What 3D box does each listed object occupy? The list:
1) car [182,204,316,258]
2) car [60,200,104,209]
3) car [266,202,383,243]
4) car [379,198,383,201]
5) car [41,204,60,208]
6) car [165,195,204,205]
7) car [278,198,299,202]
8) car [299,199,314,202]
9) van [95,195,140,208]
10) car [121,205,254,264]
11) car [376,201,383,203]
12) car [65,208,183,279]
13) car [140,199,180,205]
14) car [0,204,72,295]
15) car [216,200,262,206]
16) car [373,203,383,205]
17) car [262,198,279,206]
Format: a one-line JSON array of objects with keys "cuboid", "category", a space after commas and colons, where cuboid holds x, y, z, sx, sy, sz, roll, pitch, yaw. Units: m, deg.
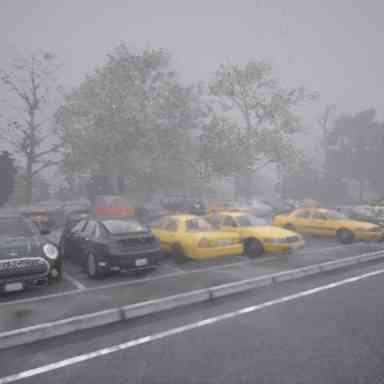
[{"cuboid": [1.887, 1.475, 13.204, 1.946, 1.575, 5.366, 0, 0, -35], "category": "car"}, {"cuboid": [-8.021, 1.498, 22.478, 2.163, 1.488, 4.792, 0, 0, -35], "category": "car"}, {"cuboid": [6.518, 1.497, 16.481, 1.946, 1.575, 5.366, 0, 0, -35], "category": "car"}, {"cuboid": [13.193, 1.285, 21.468, 2.435, 2.045, 5.566, 0, 0, -35], "category": "car"}, {"cuboid": [-10.176, 1.498, 20.954, 2.163, 1.488, 4.792, 0, 0, -35], "category": "car"}, {"cuboid": [-1.135, 1.245, 27.351, 2.435, 2.045, 5.566, 0, 0, -35], "category": "car"}, {"cuboid": [7.941, 1.574, 33.704, 2.163, 1.488, 4.792, 0, 0, -35], "category": "car"}, {"cuboid": [10.066, 1.431, 35.282, 2.185, 1.767, 4.553, 0, 0, -35], "category": "car"}, {"cuboid": [-5.809, 1.249, 24.151, 1.878, 1.987, 4.442, 0, 0, -35], "category": "van"}, {"cuboid": [-0.492, 1.469, 11.974, 1.946, 1.575, 5.366, 0, 0, -35], "category": "car"}, {"cuboid": [10.836, 1.521, 19.992, 1.946, 1.575, 5.366, 0, 0, -35], "category": "car"}, {"cuboid": [-2.641, 1.473, 10.219, 2.231, 1.521, 4.892, 0, 0, -35], "category": "car"}, {"cuboid": [-3.364, 1.514, 25.704, 2.163, 1.488, 4.792, 0, 0, -35], "category": "car"}, {"cuboid": [-4.931, 1.352, 8.644, 2.185, 1.767, 4.553, 0, 0, -35], "category": "car"}, {"cuboid": [3.509, 1.518, 30.376, 1.946, 1.575, 5.366, 0, 0, -35], "category": "car"}, {"cuboid": [8.673, 1.513, 18.241, 2.231, 1.521, 4.892, 0, 0, -35], "category": "car"}, {"cuboid": [5.665, 1.573, 32.125, 2.002, 1.452, 4.674, 0, 0, -35], "category": "car"}]
